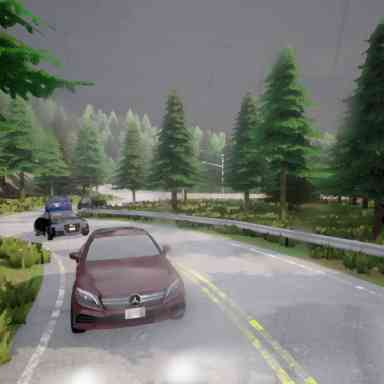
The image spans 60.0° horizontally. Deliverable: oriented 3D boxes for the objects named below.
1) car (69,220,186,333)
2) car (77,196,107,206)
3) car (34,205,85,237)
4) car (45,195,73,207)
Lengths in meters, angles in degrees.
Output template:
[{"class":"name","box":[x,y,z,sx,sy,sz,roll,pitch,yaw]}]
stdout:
[{"class":"car","box":[-1.525,1.523,7.094,1.812,1.442,4.674,-2,0,-17]},{"class":"car","box":[-12.742,1.288,42.823,2.097,1.767,4.553,2,2,13]},{"class":"car","box":[-7.083,1.663,17.852,1.994,1.385,4.181,-4,2,-38]},{"class":"car","box":[-12.880,1.326,32.232,2.150,2.045,5.566,-1,0,-18]}]
